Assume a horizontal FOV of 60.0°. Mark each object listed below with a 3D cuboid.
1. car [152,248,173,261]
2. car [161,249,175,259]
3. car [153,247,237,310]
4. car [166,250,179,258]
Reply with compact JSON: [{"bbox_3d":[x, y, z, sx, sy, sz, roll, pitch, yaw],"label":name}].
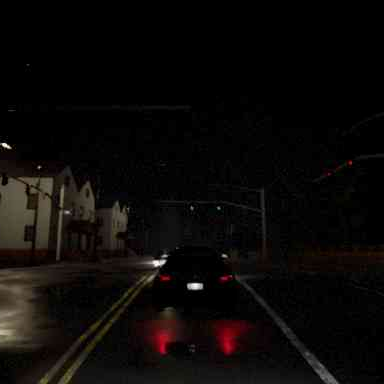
[{"bbox_3d":[-3.604,7.826,41.713,2.128,1.511,4.902,0,-10,0],"label":"car"},{"bbox_3d":[-3.598,9.518,50.941,1.837,1.490,4.892,0,-10,0],"label":"car"},{"bbox_3d":[0.077,2.222,9.293,1.994,1.385,4.181,0,-5,0],"label":"car"},{"bbox_3d":[-3.561,11.395,60.929,1.994,1.385,4.181,0,-10,0],"label":"car"}]
